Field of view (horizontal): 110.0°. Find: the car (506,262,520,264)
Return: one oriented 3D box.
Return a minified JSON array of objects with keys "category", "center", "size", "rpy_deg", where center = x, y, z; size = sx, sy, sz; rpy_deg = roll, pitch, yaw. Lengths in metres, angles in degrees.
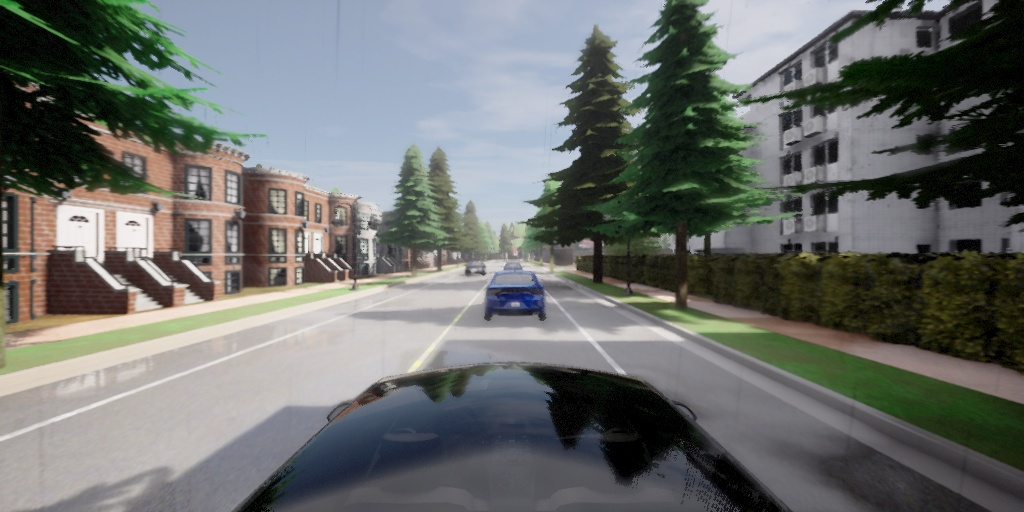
[{"category":"car","center":[0.094,1.274,33.399],"size":[2.033,1.411,5.357],"rpy_deg":[0,0,0]}]

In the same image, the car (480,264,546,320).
[{"category":"car","center":[0.099,1.220,12.649],"size":[1.882,1.535,5.008],"rpy_deg":[0,0,0]}]

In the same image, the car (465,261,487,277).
[{"category":"car","center":[-3.534,1.218,35.623],"size":[2.128,1.511,4.902],"rpy_deg":[0,0,0]}]
